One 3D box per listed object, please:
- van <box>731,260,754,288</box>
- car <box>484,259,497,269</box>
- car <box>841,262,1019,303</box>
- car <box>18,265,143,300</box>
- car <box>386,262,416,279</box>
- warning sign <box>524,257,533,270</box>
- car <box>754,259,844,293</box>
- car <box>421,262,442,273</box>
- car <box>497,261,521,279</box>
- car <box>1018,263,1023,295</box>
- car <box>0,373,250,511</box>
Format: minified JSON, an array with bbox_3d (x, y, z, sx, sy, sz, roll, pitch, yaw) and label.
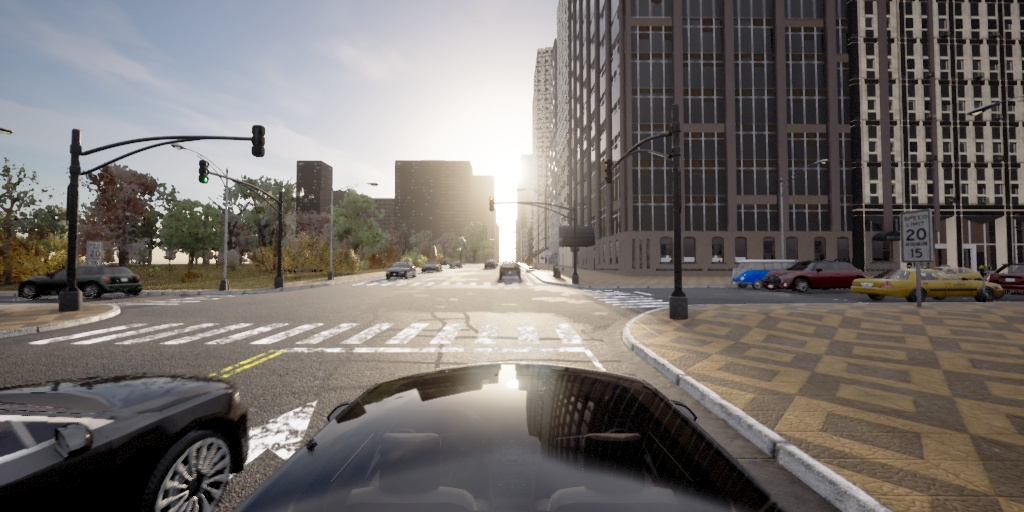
[{"bbox_3d":[15.760,1.122,22.087,3.998,1.789,1.690,0,0,-1],"label":"van"},{"bbox_3d":[-3.815,1.458,62.736,1.837,1.490,4.892,0,0,-1],"label":"car"},{"bbox_3d":[16.216,1.075,14.072,4.829,1.417,1.751,0,0,-1],"label":"car"},{"bbox_3d":[-22.032,1.261,18.410,4.553,1.767,2.097,0,-2,0],"label":"car"},{"bbox_3d":[-10.148,1.318,33.071,1.837,1.490,4.892,0,0,-2],"label":"car"},{"bbox_3d":[2.397,1.000,50.903,1.300,1.860,1.060,0,0,-1],"label":"warning sign"},{"bbox_3d":[16.287,1.056,19.514,4.553,1.767,2.097,0,-2,-1],"label":"car"},{"bbox_3d":[-10.252,1.427,45.959,1.994,1.385,4.181,0,0,0],"label":"car"},{"bbox_3d":[-0.190,1.293,33.586,1.882,1.535,5.008,0,0,-1],"label":"car"},{"bbox_3d":[21.629,0.961,14.190,4.097,1.591,1.967,0,0,-1],"label":"car"},{"bbox_3d":[-3.136,1.241,1.070,2.128,1.511,4.902,0,0,-1],"label":"car"}]
